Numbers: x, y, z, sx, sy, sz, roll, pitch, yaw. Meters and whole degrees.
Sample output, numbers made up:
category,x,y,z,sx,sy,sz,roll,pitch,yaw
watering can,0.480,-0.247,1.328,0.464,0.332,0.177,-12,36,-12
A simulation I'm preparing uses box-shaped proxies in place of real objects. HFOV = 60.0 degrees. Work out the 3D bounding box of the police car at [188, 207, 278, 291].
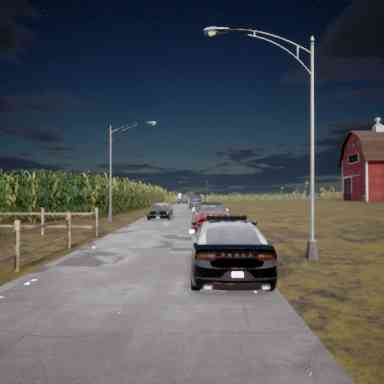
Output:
category,x,y,z,sx,sy,sz,roll,pitch,yaw
police car,0.931,1.428,9.153,1.930,1.638,5.238,0,0,1

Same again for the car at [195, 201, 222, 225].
category,x,y,z,sx,sy,sz,roll,pitch,yaw
car,1.120,1.522,25.046,1.837,1.490,4.892,0,0,1

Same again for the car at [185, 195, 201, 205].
category,x,y,z,sx,sy,sz,roll,pitch,yaw
car,0.560,1.589,46.486,2.128,1.511,4.902,0,0,1

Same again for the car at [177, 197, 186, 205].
category,x,y,z,sx,sy,sz,roll,pitch,yaw
car,-1.956,1.897,67.876,1.994,1.385,4.181,0,-1,1

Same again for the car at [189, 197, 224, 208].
category,x,y,z,sx,sy,sz,roll,pitch,yaw
car,1.048,1.362,19.014,2.097,1.767,4.553,0,0,1

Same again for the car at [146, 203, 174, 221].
category,x,y,z,sx,sy,sz,roll,pitch,yaw
car,-2.530,1.619,27.116,1.895,1.301,4.718,0,0,1
